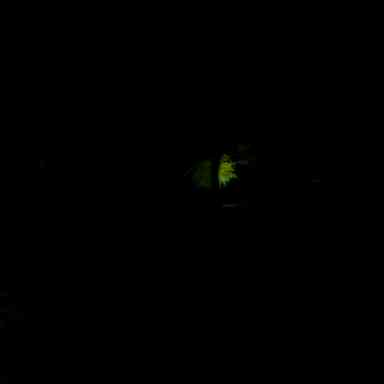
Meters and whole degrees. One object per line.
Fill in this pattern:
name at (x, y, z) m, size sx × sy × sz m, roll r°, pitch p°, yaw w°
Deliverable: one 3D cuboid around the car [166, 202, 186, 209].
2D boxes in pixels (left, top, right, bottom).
car at (-3.092, 2.488, 64.065) m, size 2.128 × 1.511 × 4.902 m, roll -2°, pitch -2°, yaw 36°
